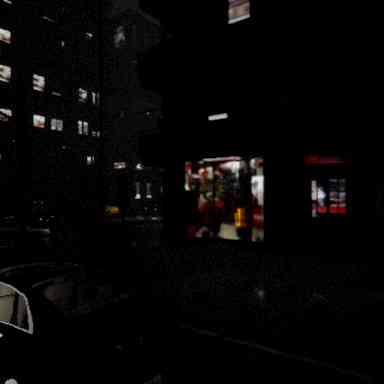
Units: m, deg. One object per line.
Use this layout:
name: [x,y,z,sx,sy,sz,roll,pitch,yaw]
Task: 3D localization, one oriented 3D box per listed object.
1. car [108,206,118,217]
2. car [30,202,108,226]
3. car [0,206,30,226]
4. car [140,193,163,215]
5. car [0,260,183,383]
car: [-8.633,1.543,28.844,1.752,1.417,4.829,0,1,35]
car: [-8.771,1.544,24.189,1.837,1.490,4.892,-1,0,33]
car: [-11.721,1.642,24.418,2.008,1.369,4.403,0,1,35]
car: [-2.657,1.115,32.908,2.150,2.045,5.566,-1,0,35]
car: [-2.154,1.604,4.408,4.403,1.369,2.008,-1,-1,35]
